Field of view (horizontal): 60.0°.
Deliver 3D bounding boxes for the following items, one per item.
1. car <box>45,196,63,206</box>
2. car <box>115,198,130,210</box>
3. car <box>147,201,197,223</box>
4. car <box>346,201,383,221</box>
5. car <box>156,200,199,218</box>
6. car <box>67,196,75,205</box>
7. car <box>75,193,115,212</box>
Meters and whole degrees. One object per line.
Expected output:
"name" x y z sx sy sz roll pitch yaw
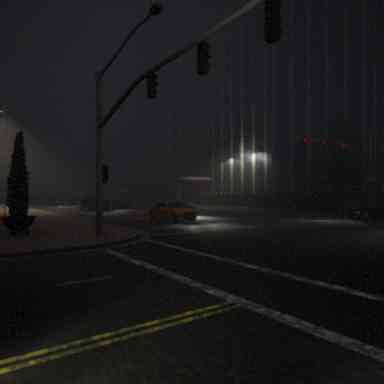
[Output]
"car" -22.754 1.471 54.713 2.128 1.511 4.902 0 0 -36
"car" -9.902 1.499 42.775 2.033 1.411 5.357 0 0 -36
"car" -1.593 1.440 25.349 1.882 1.535 5.008 0 0 -36
"car" 14.479 1.402 25.673 5.008 1.535 1.882 0 1 -4
"car" -1.417 1.516 31.063 1.994 1.385 4.181 0 0 -36
"car" -19.920 1.481 56.767 1.812 1.442 4.674 0 0 -36
"car" -11.362 1.183 38.822 2.150 2.045 5.566 0 0 -36
